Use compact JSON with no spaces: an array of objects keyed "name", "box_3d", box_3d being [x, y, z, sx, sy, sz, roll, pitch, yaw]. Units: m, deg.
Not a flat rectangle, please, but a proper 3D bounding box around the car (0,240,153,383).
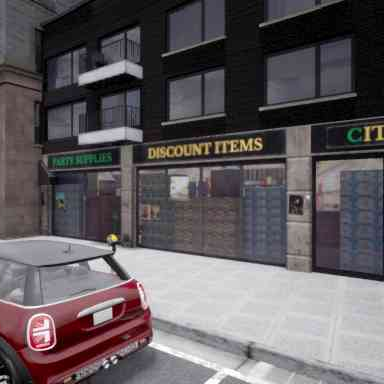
[{"name":"car","box_3d":[-2.594,1.440,4.925,4.097,1.590,1.967,0,0,35]}]
